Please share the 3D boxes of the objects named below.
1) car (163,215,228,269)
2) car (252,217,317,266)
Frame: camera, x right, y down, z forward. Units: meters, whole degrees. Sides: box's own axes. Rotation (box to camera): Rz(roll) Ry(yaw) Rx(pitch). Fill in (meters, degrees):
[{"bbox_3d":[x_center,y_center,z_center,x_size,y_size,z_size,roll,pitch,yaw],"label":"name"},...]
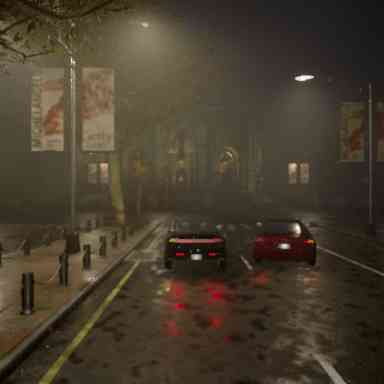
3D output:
[{"bbox_3d":[0.082,1.521,11.236,2.128,1.511,4.902,0,0,-1],"label":"car"},{"bbox_3d":[3.254,1.595,11.887,1.994,1.385,4.181,0,0,14],"label":"car"}]
